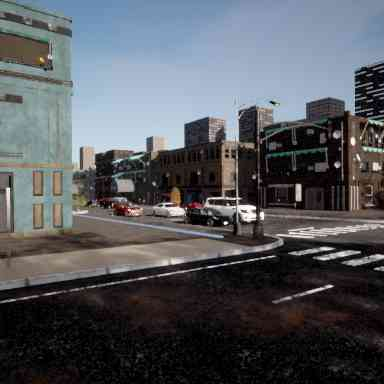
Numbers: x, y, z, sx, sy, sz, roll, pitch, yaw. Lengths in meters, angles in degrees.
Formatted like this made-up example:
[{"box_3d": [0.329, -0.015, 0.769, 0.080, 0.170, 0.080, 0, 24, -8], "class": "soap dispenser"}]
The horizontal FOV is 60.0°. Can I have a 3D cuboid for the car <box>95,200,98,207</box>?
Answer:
[{"box_3d": [-16.171, 1.939, 63.641, 2.192, 1.841, 5.009, -1, 0, -36], "class": "car"}]

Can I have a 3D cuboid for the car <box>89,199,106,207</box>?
[{"box_3d": [-19.384, 2.227, 68.145, 1.887, 1.381, 4.507, -1, 0, -36], "class": "car"}]

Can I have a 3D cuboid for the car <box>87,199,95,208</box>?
[{"box_3d": [-19.197, 2.158, 63.446, 2.128, 1.511, 4.902, -1, 0, -36], "class": "car"}]

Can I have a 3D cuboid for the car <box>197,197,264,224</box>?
[{"box_3d": [3.160, 1.445, 26.655, 2.150, 2.045, 5.566, -1, 0, -35], "class": "car"}]

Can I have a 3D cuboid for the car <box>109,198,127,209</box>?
[{"box_3d": [-8.584, 1.931, 43.112, 1.882, 1.535, 5.008, -1, 0, -35], "class": "car"}]

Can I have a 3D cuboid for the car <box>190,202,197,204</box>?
[{"box_3d": [-0.074, 1.903, 41.126, 1.802, 1.307, 4.206, -2, 0, -36], "class": "car"}]

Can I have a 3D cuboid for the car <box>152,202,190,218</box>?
[{"box_3d": [-2.541, 1.862, 34.640, 1.812, 1.442, 4.674, -1, 0, -35], "class": "car"}]

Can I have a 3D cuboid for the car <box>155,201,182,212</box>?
[{"box_3d": [-3.291, 1.965, 45.629, 1.802, 1.307, 4.206, -2, 0, -36], "class": "car"}]

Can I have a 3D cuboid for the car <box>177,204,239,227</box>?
[{"box_3d": [1.079, 1.814, 24.891, 1.947, 1.339, 4.313, -2, 0, -36], "class": "car"}]

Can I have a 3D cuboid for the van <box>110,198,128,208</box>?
[{"box_3d": [-12.952, 1.906, 59.138, 1.690, 1.788, 3.998, -1, 0, -36], "class": "van"}]

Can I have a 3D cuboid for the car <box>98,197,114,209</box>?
[{"box_3d": [-13.422, 2.066, 55.365, 1.837, 1.490, 4.892, -1, 0, -36], "class": "car"}]

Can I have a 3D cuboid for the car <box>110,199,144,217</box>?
[{"box_3d": [-6.894, 1.846, 36.251, 1.967, 1.590, 4.097, -1, 0, -36], "class": "car"}]
